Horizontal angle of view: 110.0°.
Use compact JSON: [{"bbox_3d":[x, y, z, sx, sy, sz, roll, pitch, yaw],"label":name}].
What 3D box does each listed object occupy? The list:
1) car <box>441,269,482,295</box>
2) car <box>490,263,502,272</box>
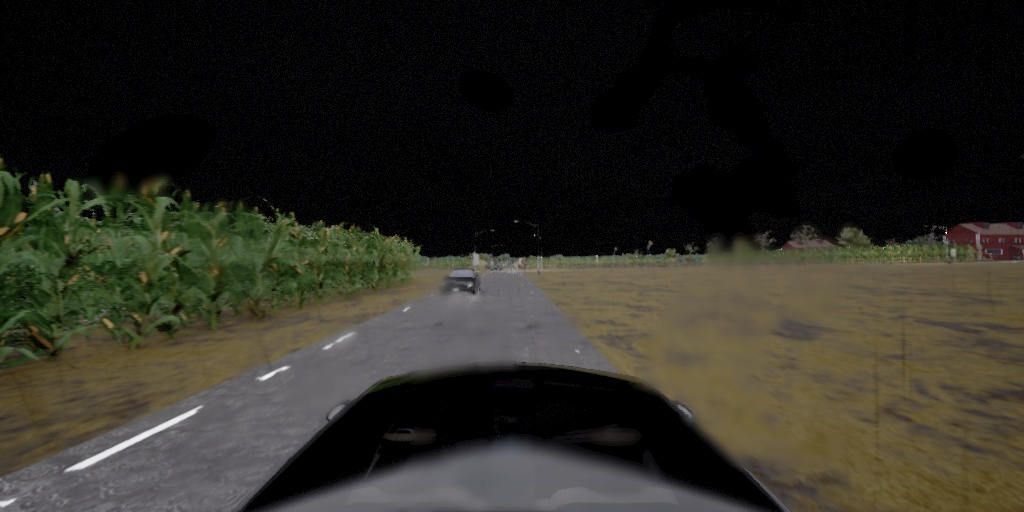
[{"bbox_3d":[-2.856,1.465,21.402,2.033,1.411,5.357,0,-1,0],"label":"car"},{"bbox_3d":[-2.769,1.959,63.161,1.994,1.385,4.181,0,-1,0],"label":"car"}]
